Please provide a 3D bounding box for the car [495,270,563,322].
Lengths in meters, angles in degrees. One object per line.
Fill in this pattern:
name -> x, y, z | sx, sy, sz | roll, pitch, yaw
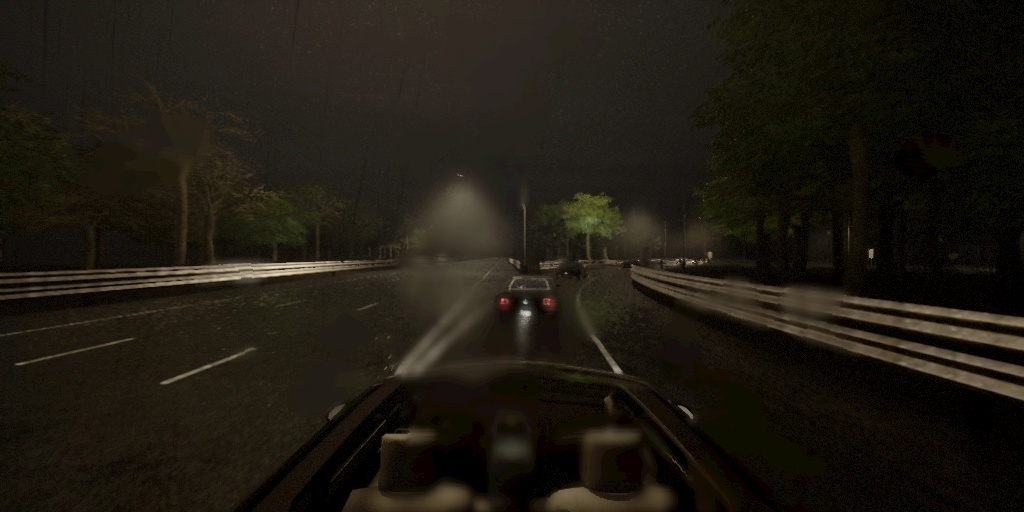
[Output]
car -> 0.703, 1.342, 12.349 | 1.895, 1.301, 4.718 | 0, 0, 7

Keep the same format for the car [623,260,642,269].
car -> 18.241, 1.256, 54.154 | 1.812, 1.442, 4.674 | 0, 0, 38

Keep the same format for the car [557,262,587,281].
car -> 5.184, 1.233, 30.652 | 1.882, 1.535, 5.008 | 0, 0, 20
